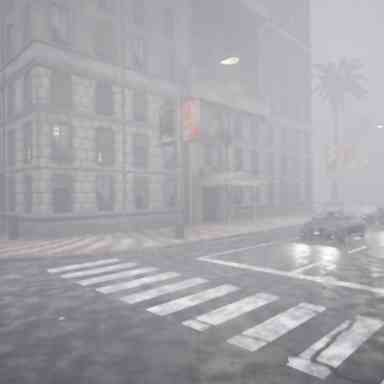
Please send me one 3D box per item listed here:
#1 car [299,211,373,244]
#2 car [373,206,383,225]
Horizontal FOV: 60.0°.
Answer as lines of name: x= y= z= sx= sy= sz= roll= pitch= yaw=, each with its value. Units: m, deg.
car: x=6.921 y=1.622 z=16.174 sx=4.181 sy=1.385 sz=1.994 roll=0 pitch=-1 yaw=-45
car: x=13.161 y=1.634 z=22.393 sx=4.718 sy=1.301 sz=1.895 roll=0 pitch=-1 yaw=-45
